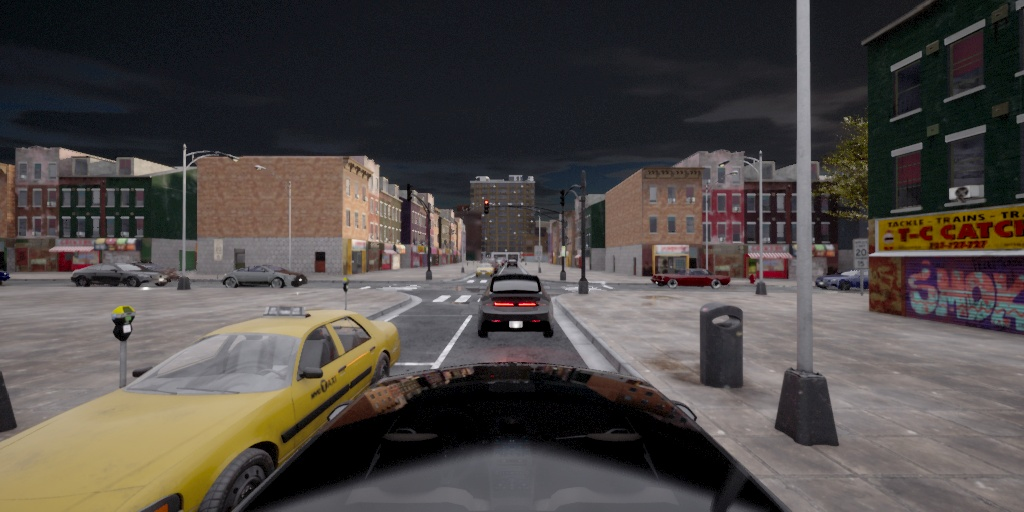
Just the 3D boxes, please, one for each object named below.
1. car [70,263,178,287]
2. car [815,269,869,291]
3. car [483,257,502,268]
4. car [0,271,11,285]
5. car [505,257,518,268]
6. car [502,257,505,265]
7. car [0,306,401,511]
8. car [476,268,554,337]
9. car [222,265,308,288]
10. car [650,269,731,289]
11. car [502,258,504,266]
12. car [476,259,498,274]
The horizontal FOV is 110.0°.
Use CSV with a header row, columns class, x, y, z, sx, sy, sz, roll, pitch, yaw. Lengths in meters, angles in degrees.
class,x,y,z,sx,sy,sz,roll,pitch,yaw
car,-23.012,1.120,21.126,4.674,1.442,1.812,0,0,0
car,23.314,1.611,24.329,4.674,1.442,1.812,1,0,0
car,-2.664,1.100,41.489,2.192,1.841,5.009,0,0,0
car,-32.909,1.143,21.069,4.718,1.301,1.895,0,0,0
car,0.058,1.316,65.349,1.882,1.535,5.008,0,0,0
car,-2.678,1.358,63.095,1.751,1.417,4.829,0,0,0
car,-2.639,1.275,3.920,1.751,1.417,4.829,0,0,0
car,0.090,1.257,10.301,1.837,1.490,4.892,0,0,0
car,-14.491,1.219,21.172,4.181,1.385,1.994,0,0,0
car,11.967,1.513,24.283,4.718,1.301,1.895,1,0,-3
car,-2.671,1.357,52.378,2.007,1.370,4.403,0,0,0
car,-2.660,1.302,35.877,1.751,1.417,4.829,0,0,0
